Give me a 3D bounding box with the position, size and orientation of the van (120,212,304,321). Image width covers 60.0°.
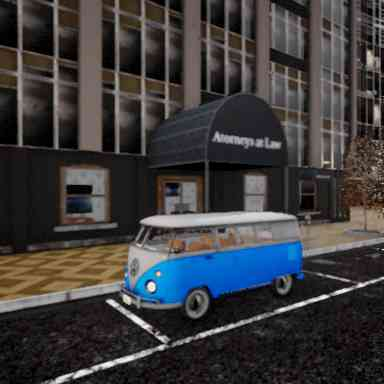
[{"bbox_3d":[0.588,1.340,6.982,3.998,1.788,1.690,0,0,-36],"label":"van"}]
